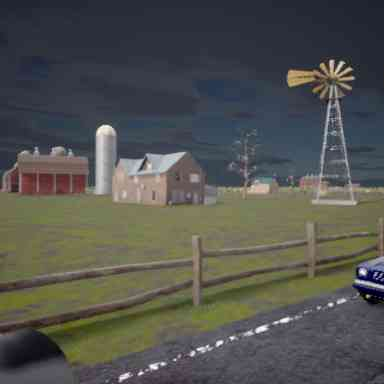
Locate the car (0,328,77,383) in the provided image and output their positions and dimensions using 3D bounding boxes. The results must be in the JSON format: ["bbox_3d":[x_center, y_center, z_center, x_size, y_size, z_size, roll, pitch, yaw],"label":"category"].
[{"bbox_3d":[-2.887,1.488,0.986,5.008,1.535,1.882,0,0,-36],"label":"car"}]

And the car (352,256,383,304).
[{"bbox_3d":[5.400,1.602,6.987,4.718,1.301,1.895,0,0,-36],"label":"car"}]
